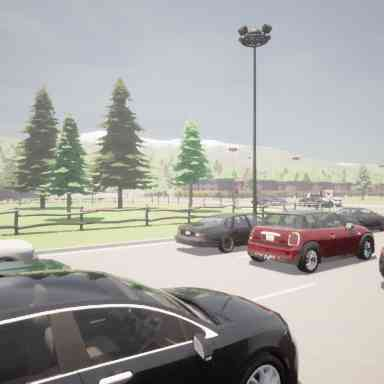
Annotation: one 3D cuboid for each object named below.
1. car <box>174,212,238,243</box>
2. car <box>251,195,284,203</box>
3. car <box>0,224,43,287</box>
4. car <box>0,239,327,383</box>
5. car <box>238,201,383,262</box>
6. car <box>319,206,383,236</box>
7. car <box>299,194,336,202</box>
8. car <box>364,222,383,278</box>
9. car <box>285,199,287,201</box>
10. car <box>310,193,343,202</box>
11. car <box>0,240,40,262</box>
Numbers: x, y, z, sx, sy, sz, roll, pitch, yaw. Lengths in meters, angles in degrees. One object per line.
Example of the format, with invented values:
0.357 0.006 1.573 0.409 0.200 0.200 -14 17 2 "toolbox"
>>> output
1.890 1.547 13.678 5.357 1.411 2.033 0 0 -35 "car"
12.287 1.547 55.723 2.033 1.411 5.357 0 0 -35 "car"
-6.264 1.601 7.879 4.718 1.301 1.895 0 0 -35 "car"
-1.066 1.505 2.985 4.892 1.490 1.837 0 0 -35 "car"
3.996 1.352 10.882 4.553 1.767 2.097 0 0 -35 "car"
9.414 1.564 19.030 4.181 1.385 1.994 0 0 -35 "car"
17.687 1.505 48.011 1.837 1.490 4.892 0 0 -35 "car"
6.482 1.526 8.356 4.674 1.442 1.812 0 0 -35 "car"
14.580 1.352 58.561 2.097 1.767 4.553 0 0 -35 "car"
20.086 1.221 50.693 2.150 2.045 5.566 0 0 -35 "car"
-4.169 1.601 5.072 4.718 1.301 1.895 0 0 -35 "car"
